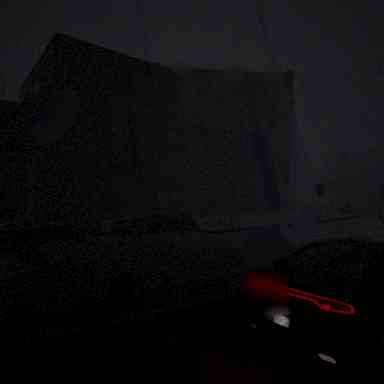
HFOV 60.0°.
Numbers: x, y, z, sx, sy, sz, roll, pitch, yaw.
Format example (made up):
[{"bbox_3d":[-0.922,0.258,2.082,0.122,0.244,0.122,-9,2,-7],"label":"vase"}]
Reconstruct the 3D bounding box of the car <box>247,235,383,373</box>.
[{"bbox_3d":[3.161,1.495,5.693,5.008,1.535,1.882,0,0,-35],"label":"car"}]

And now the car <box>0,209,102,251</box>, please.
[{"bbox_3d":[-6.305,1.500,14.195,4.792,1.488,2.163,0,0,-36],"label":"car"}]

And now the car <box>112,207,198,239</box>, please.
[{"bbox_3d":[-1.849,1.528,17.413,4.674,1.452,2.002,0,-2,-36],"label":"car"}]
